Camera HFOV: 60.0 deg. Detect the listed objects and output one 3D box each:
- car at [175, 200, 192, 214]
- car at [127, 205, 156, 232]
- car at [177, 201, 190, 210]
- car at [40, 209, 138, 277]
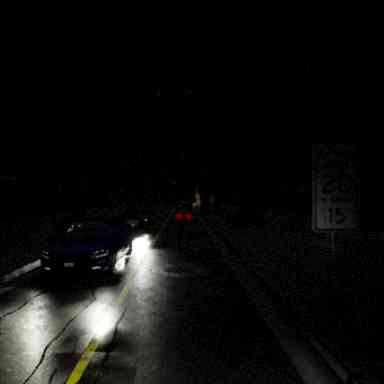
[{"bbox_3d":[-0.996,1.748,39.589,2.128,1.511,4.902,0,-1,-1],"label":"car"},{"bbox_3d":[-3.393,1.611,21.078,2.128,1.511,4.902,0,0,-1],"label":"car"},{"bbox_3d":[-1.305,1.994,49.775,1.895,1.301,4.718,0,-1,-1],"label":"car"},{"bbox_3d":[-3.107,1.539,10.714,1.882,1.535,5.008,0,0,-2],"label":"car"}]
